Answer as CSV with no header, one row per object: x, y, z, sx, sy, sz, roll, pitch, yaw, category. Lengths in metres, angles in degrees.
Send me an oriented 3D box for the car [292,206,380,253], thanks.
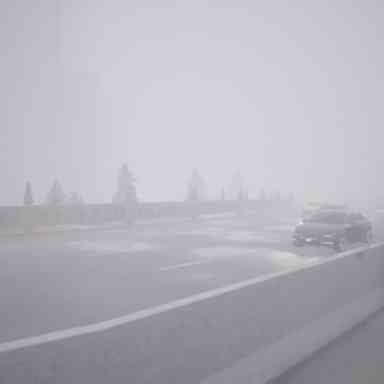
6.022,1.535,14.033,4.892,1.490,1.837,0,0,-45,car

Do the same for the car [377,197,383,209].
28.147,1.544,47.903,2.097,1.767,4.553,-1,-1,21,car

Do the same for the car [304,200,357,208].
9.780,1.571,23.219,1.837,1.490,4.892,0,0,39,car

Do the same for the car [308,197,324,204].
26.632,1.752,71.421,2.128,1.511,4.902,0,-1,8,car
